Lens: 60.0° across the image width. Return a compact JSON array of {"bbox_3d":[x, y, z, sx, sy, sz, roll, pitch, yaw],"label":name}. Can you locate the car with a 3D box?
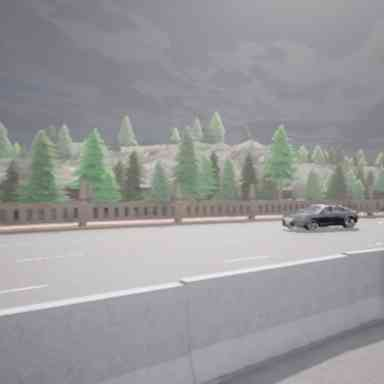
[{"bbox_3d":[7.682,1.483,19.887,4.902,1.511,2.128,0,0,-24],"label":"car"}]
